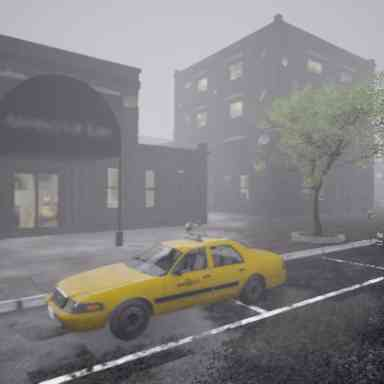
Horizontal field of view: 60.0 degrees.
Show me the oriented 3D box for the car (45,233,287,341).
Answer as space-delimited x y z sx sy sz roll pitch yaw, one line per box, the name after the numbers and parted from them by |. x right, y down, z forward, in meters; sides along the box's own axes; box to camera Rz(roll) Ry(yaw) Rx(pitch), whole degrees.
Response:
-0.195 1.522 6.497 4.829 1.417 1.752 0 1 -36 | car

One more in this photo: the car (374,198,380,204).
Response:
25.279 1.018 49.156 1.887 1.381 4.507 2 0 -36 | car

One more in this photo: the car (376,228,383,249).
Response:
8.919 1.537 13.067 4.403 1.369 2.008 0 1 -36 | car
